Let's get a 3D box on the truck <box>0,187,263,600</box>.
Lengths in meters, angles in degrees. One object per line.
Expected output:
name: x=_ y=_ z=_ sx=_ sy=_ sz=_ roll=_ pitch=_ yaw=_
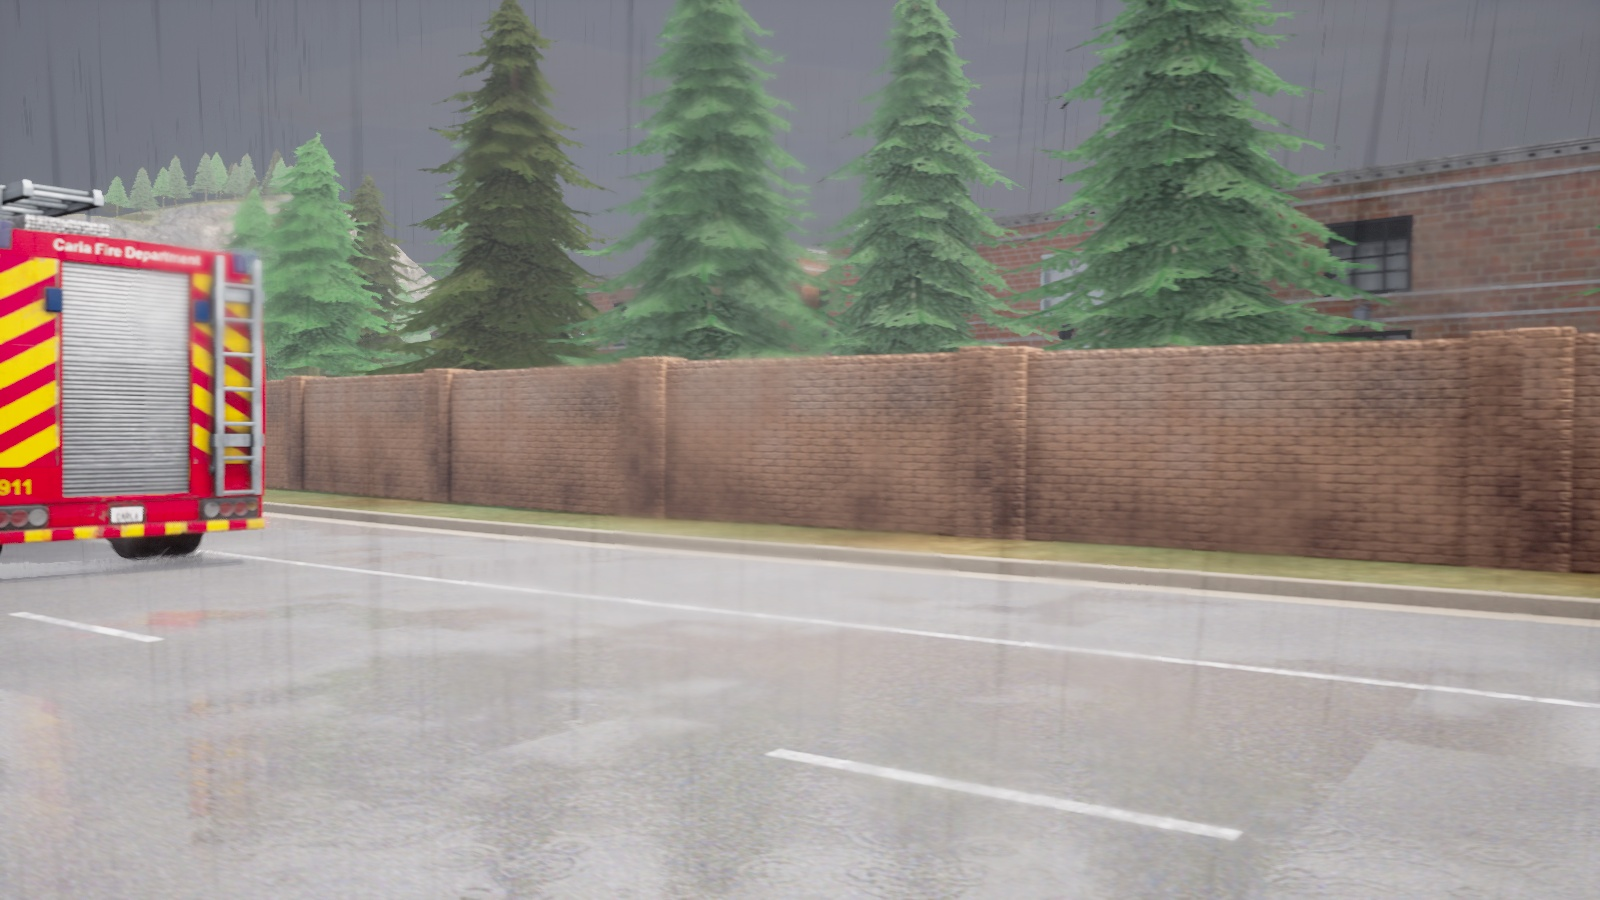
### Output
truck: x=-10.052 y=-0.548 z=15.087 sx=8.468 sy=3.827 sz=2.891 roll=0 pitch=1 yaw=38
